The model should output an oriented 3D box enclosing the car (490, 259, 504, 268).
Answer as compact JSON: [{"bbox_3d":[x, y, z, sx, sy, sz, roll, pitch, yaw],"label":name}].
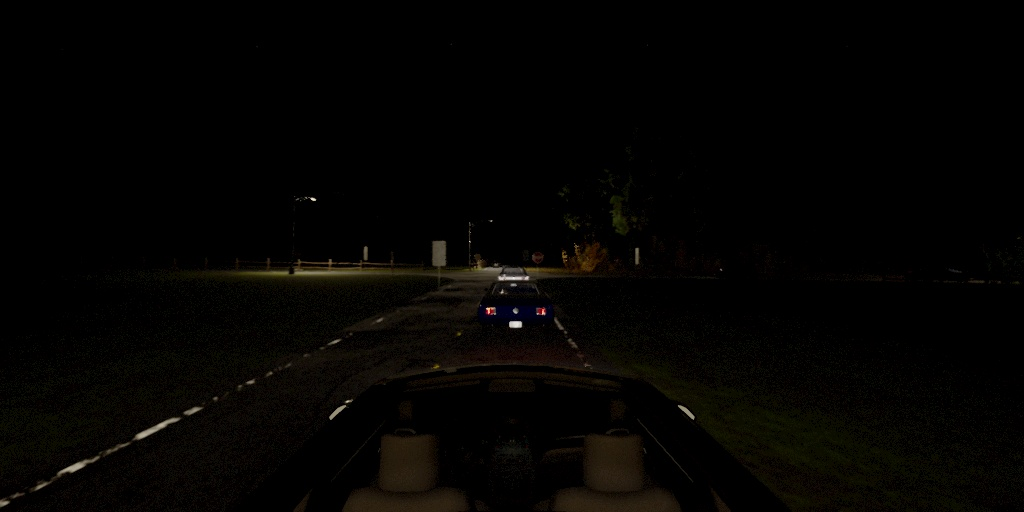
[{"bbox_3d":[-2.794,1.366,65.147,1.812,1.442,4.674,0,0,1],"label":"car"}]

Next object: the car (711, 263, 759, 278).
[{"bbox_3d":[25.165,1.561,40.599,4.553,1.767,2.097,1,-1,0],"label":"car"}]

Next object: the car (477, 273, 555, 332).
[{"bbox_3d":[0.102,1.358,10.829,1.895,1.301,4.718,0,0,0],"label":"car"}]

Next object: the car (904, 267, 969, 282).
[{"bbox_3d":[44.512,1.929,37.835,5.008,1.535,1.882,1,-1,0],"label":"car"}]

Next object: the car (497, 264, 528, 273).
[{"bbox_3d":[0.098,1.370,22.896,1.895,1.301,4.718,0,0,0],"label":"car"}]
